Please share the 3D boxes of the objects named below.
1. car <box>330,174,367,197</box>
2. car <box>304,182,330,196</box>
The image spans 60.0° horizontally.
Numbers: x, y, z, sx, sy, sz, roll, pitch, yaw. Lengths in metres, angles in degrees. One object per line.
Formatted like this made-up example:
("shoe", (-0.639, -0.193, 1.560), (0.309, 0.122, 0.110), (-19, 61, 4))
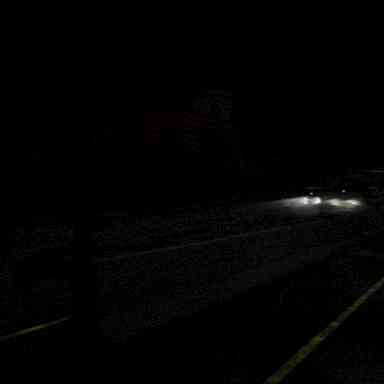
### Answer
("car", (17.389, -0.750, 36.237), (2.150, 2.045, 5.566), (1, 8, 41))
("car", (14.661, -0.392, 38.445), (1.895, 1.301, 4.718), (1, 8, 41))
